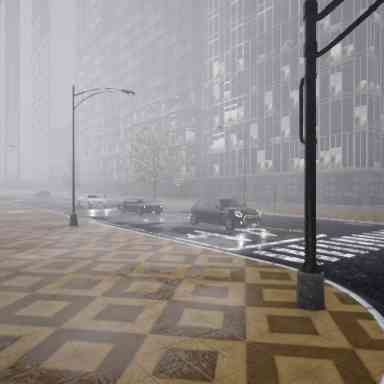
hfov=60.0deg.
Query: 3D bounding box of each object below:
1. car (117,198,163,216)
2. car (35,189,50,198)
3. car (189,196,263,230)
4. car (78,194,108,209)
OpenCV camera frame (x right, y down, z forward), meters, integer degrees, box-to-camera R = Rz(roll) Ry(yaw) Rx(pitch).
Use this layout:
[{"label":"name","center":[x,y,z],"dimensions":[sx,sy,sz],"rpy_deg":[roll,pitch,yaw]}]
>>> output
[{"label":"car","center":[-4.286,1.172,26.992],"dimensions":[1.895,1.301,4.718],"rpy_deg":[0,1,-38]},{"label":"car","center":[-28.624,0.238,63.572],"dimensions":[1.882,1.535,5.008],"rpy_deg":[0,1,-38]},{"label":"car","center":[1.872,1.106,19.188],"dimensions":[2.097,1.767,4.553],"rpy_deg":[0,1,-38]},{"label":"car","center":[-10.531,0.912,34.941],"dimensions":[1.812,1.442,4.674],"rpy_deg":[0,1,-38]}]
